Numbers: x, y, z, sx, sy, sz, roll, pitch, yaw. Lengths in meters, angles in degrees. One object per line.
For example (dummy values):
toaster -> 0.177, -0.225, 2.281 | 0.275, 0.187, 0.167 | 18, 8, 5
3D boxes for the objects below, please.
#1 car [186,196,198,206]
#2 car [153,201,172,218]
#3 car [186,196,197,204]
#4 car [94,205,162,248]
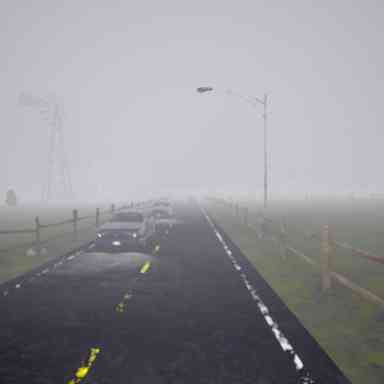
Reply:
car -> -0.022, 1.557, 56.356 | 1.994, 1.385, 4.181 | 0, 0, 0
car -> -2.765, 1.532, 30.279 | 2.033, 1.411, 5.357 | 0, 0, 0
car -> -0.026, 1.485, 66.393 | 2.128, 1.511, 4.902 | 0, 0, 0
car -> -2.796, 1.536, 15.074 | 2.033, 1.411, 5.357 | 0, 0, 1
